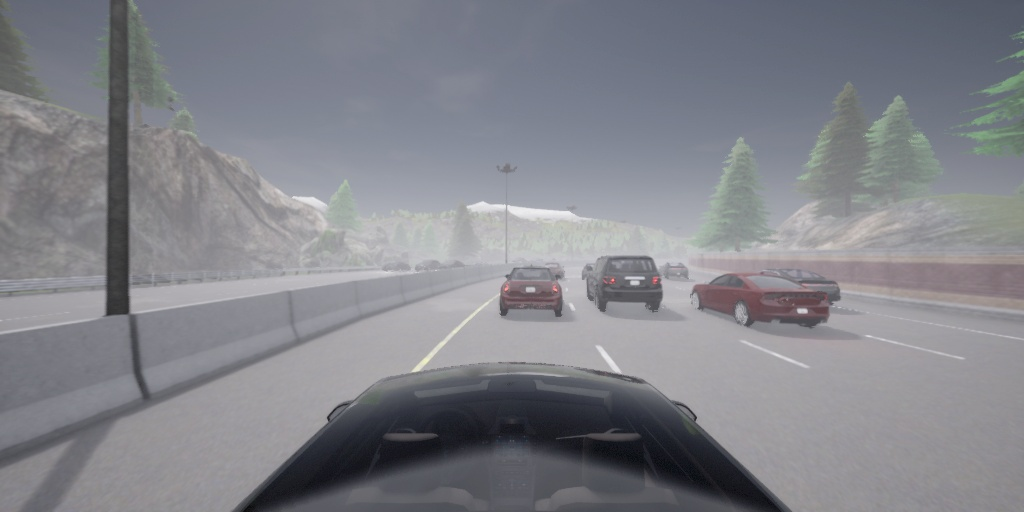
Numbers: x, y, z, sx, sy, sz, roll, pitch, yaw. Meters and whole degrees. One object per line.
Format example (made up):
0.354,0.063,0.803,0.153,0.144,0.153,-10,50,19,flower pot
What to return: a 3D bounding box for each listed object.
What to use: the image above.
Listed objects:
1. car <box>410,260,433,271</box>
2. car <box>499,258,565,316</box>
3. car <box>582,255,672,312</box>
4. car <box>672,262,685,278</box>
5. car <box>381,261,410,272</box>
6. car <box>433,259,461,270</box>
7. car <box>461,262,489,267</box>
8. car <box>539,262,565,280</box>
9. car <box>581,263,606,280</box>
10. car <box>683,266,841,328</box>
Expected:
-10.786,1.224,46.513,1.837,1.490,4.892,0,0,17,car
0.783,1.105,13.656,2.097,1.767,4.553,0,0,5,car
4.348,0.985,14.617,2.150,2.045,5.566,0,0,5,car
14.546,1.286,32.450,2.128,1.511,4.902,0,0,14,car
-14.686,1.273,45.605,1.994,1.385,4.181,0,0,16,car
-7.592,1.207,45.007,1.882,1.535,5.008,0,0,17,car
-4.182,1.340,44.311,1.895,1.301,4.718,0,0,17,car
3.646,1.288,31.948,1.812,1.442,4.674,0,0,13,car
7.268,1.337,32.035,1.994,1.385,4.181,0,0,13,car
7.605,1.250,11.620,1.882,1.535,5.008,0,0,4,car
